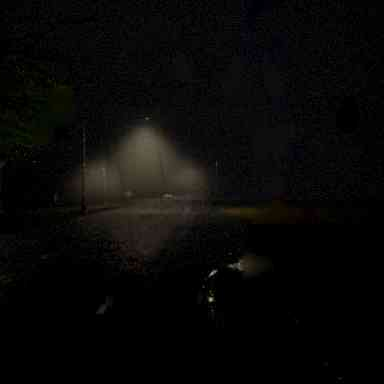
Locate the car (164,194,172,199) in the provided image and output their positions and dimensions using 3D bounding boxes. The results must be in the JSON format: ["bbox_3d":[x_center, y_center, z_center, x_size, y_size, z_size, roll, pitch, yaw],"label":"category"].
[{"bbox_3d":[-6.219,1.217,85.719,1.895,1.301,4.718,0,1,2],"label":"car"}]
